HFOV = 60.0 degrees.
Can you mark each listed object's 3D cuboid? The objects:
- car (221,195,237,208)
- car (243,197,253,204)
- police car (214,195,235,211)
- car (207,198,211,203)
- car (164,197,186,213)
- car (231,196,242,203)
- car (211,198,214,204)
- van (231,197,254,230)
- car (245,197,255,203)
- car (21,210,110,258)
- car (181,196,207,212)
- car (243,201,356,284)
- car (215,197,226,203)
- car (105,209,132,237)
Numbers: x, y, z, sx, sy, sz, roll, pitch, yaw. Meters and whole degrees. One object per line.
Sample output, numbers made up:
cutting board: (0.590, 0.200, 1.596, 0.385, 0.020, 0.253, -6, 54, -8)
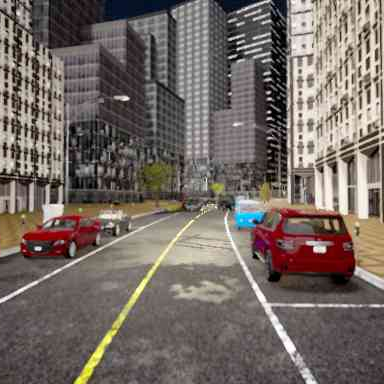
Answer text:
car: (6.078, 1.484, 54.417, 2.150, 2.045, 5.566, 0, 0, 11)
car: (12.367, 1.860, 73.876, 1.752, 1.417, 4.829, 1, 0, 15)
police car: (4.413, 1.643, 44.707, 1.930, 1.638, 5.238, 0, 0, 9)
car: (1.764, 1.892, 63.926, 1.947, 1.339, 4.313, 1, 0, 12)
car: (-2.275, 1.742, 41.269, 1.752, 1.417, 4.829, 1, 0, 8)
car: (10.497, 1.657, 77.706, 1.882, 1.535, 5.008, 0, 0, 15)
car: (4.383, 1.943, 75.023, 1.947, 1.339, 4.313, 1, 0, 14)
van: (3.628, 1.451, 21.453, 1.690, 1.788, 3.998, 1, 0, 5)
car: (13.837, 1.923, 79.358, 1.947, 1.339, 4.313, 1, 0, 16)
car: (-4.935, 1.620, 13.117, 1.887, 1.381, 4.507, 1, 0, 2)
car: (0.334, 1.566, 41.839, 2.097, 1.767, 4.553, 0, 0, 9)
car: (2.948, 1.369, 9.764, 2.192, 1.841, 5.009, 1, 0, 3)
car: (7.390, 2.010, 85.962, 1.802, 1.307, 4.206, 1, 0, 16)
car: (-4.607, 1.656, 18.799, 2.008, 1.369, 4.403, 1, 0, 3)
